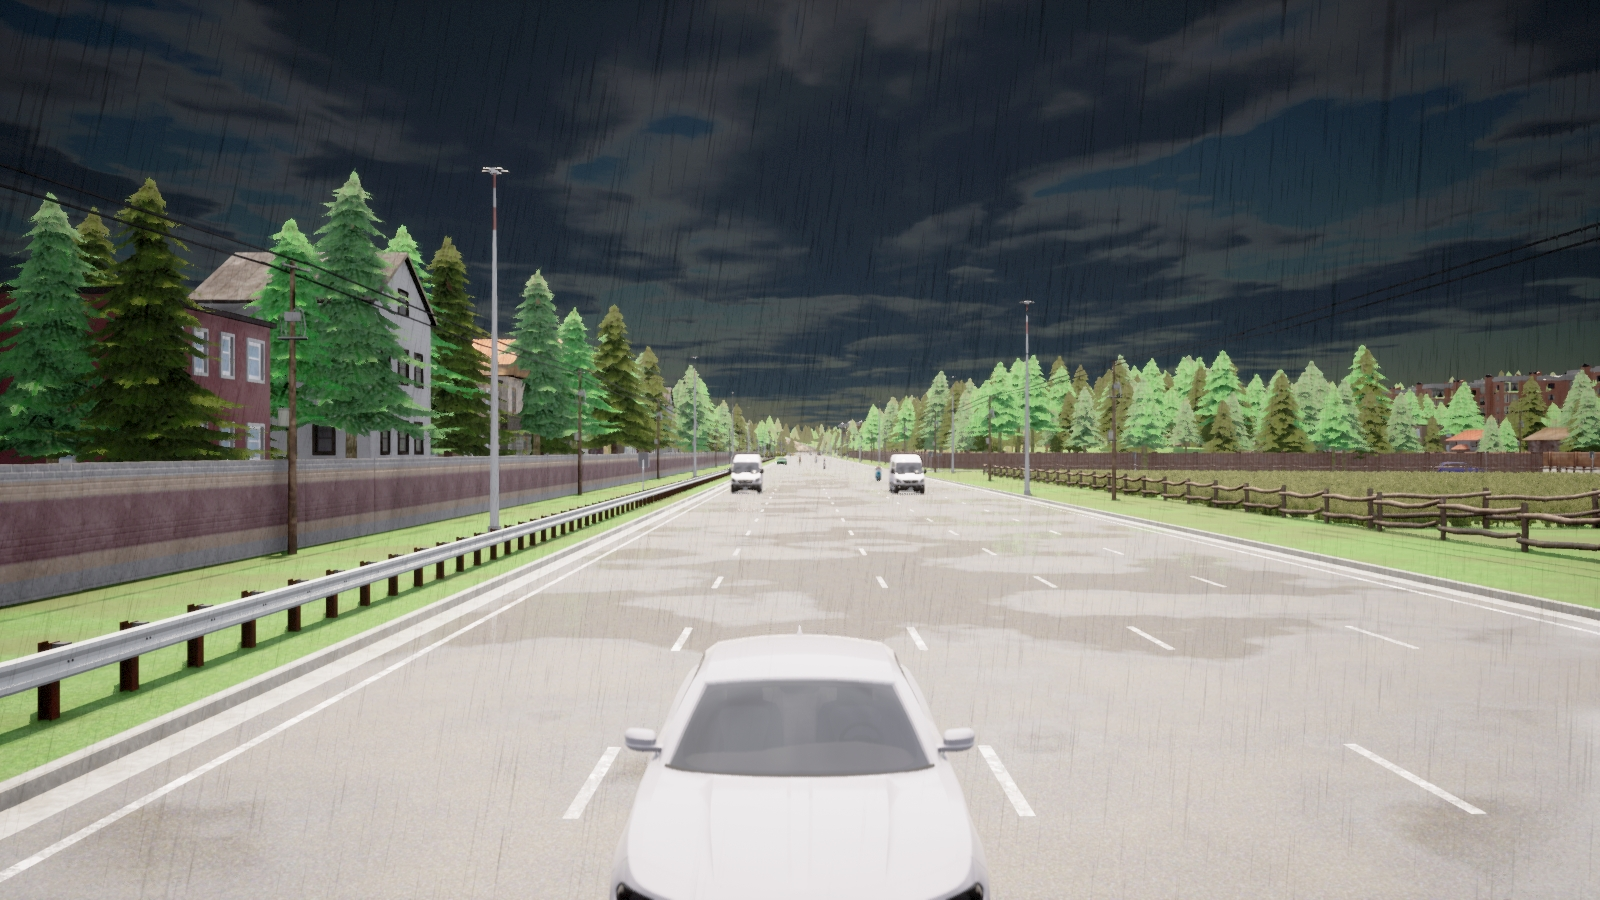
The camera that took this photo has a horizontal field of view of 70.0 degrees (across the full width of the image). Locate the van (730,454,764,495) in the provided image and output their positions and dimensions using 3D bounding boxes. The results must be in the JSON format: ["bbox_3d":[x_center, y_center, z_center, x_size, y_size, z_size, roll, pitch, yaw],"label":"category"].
[{"bbox_3d":[-3.513,1.583,76.082,1.988,2.561,5.915,0,0,0],"label":"van"}]

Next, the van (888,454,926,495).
[{"bbox_3d":[6.986,1.582,75.049,1.988,2.561,5.915,0,0,0],"label":"van"}]

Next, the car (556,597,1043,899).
[{"bbox_3d":[-0.002,2.040,7.425,2.097,1.535,5.006,0,0,0],"label":"car"}]
